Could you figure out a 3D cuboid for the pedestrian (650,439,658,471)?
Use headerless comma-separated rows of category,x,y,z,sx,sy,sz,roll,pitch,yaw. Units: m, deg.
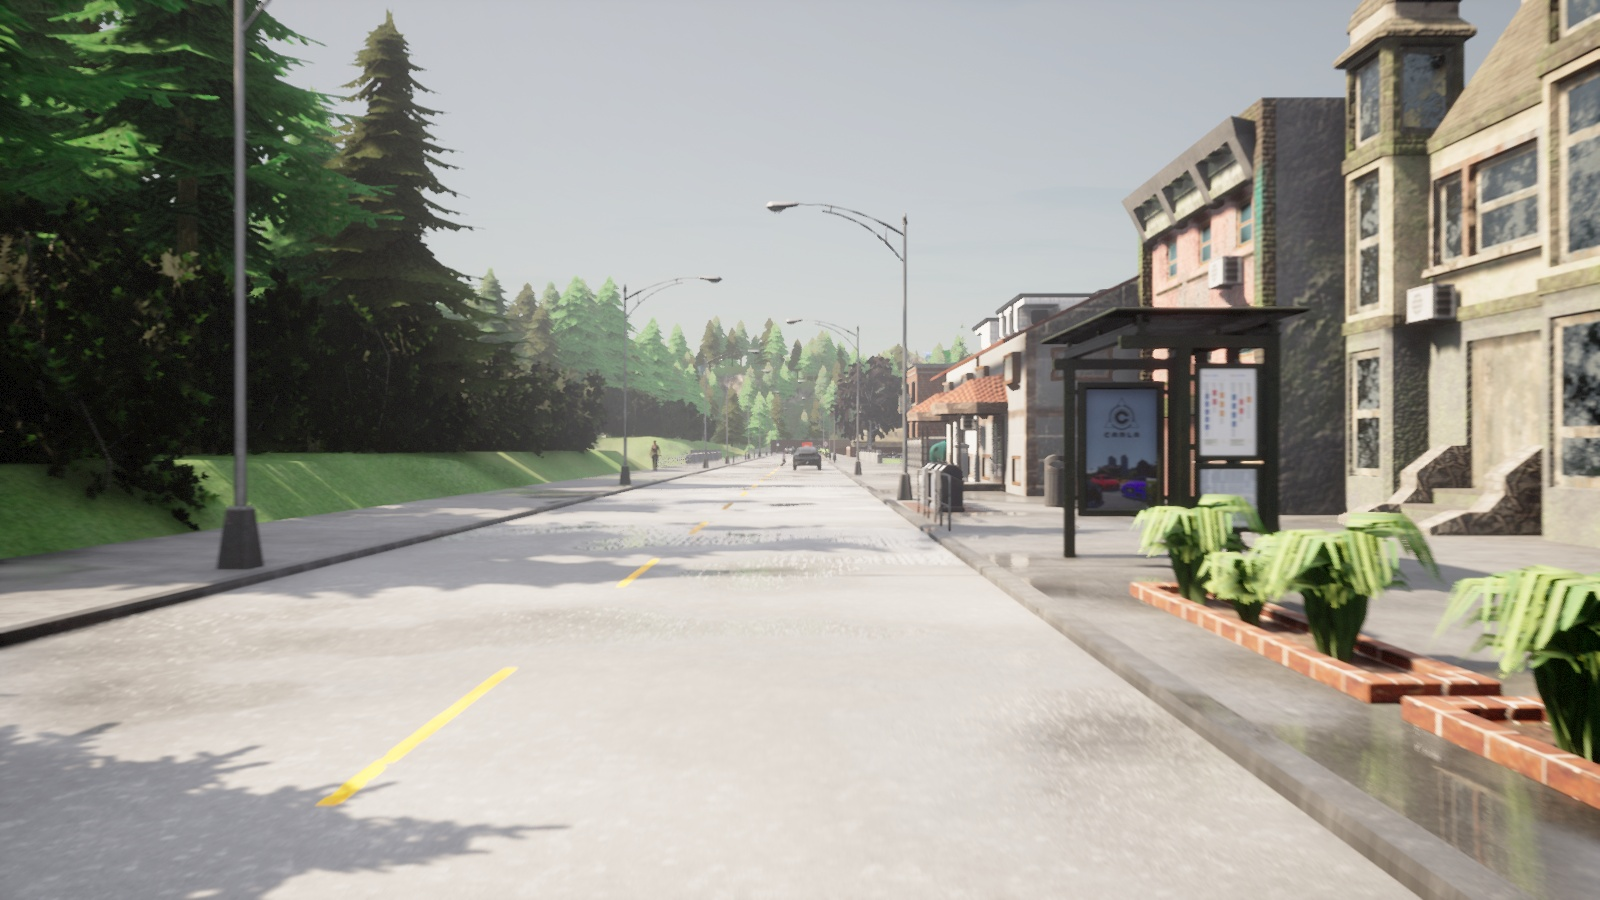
pedestrian,-8.136,0.273,70.059,0.328,1.805,0.869,0,0,0

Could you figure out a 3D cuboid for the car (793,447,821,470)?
car,0.474,0.543,83.254,1.837,1.490,4.892,0,0,0
